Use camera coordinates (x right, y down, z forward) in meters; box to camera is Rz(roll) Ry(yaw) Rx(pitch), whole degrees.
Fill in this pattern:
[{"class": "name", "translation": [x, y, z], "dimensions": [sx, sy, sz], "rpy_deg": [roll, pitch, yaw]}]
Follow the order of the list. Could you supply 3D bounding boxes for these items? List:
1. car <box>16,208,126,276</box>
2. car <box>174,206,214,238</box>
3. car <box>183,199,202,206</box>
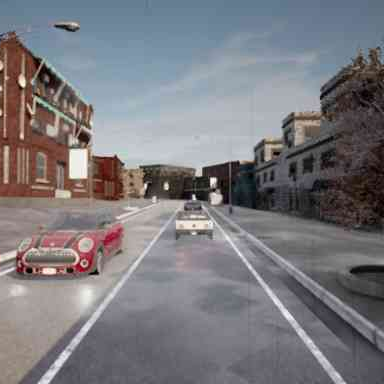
[{"class": "car", "translation": [-3.517, 1.360, 10.463], "dimensions": [2.097, 1.767, 4.553], "rpy_deg": [0, 0, 0]}, {"class": "car", "translation": [0.087, 1.616, 17.628], "dimensions": [1.895, 1.301, 4.718], "rpy_deg": [0, 0, 0]}, {"class": "car", "translation": [0.087, 1.522, 36.084], "dimensions": [2.128, 1.511, 4.902], "rpy_deg": [0, 0, 0]}]
